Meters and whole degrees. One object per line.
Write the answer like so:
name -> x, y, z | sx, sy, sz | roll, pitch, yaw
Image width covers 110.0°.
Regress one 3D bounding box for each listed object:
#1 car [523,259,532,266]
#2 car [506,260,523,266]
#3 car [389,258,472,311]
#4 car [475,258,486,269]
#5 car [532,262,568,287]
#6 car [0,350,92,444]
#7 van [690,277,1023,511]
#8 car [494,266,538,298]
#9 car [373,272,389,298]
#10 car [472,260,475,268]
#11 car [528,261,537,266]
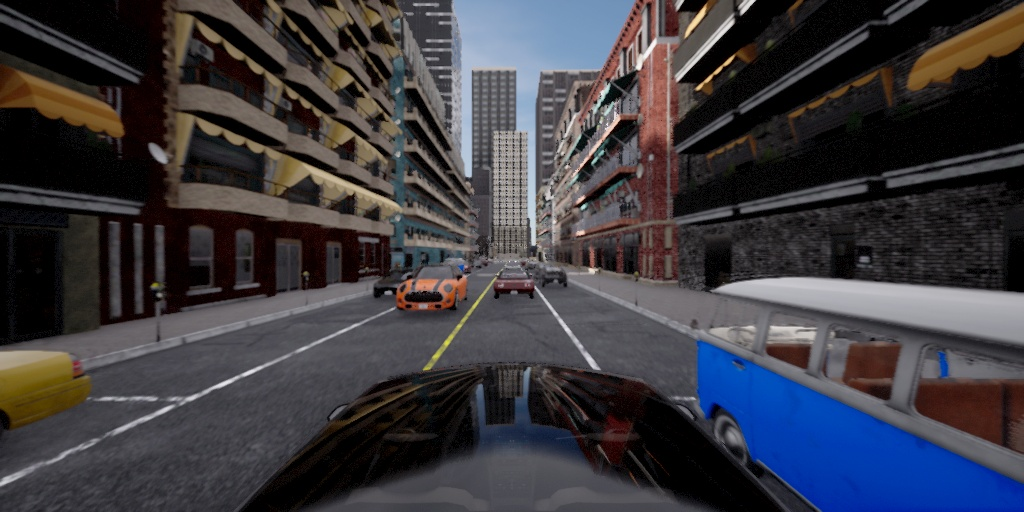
car -> 2.696, 1.323, 46.312 | 2.007, 1.370, 4.403 | 0, 0, 0
car -> 0.107, 1.373, 45.538 | 1.895, 1.301, 4.718 | 0, 0, 0
car -> -2.998, 1.114, 14.353 | 2.097, 1.767, 4.553 | 0, 0, 0
car -> -5.684, 1.348, 57.374 | 1.948, 1.339, 4.313 | 0, 0, 0
car -> 2.692, 1.310, 24.218 | 2.007, 1.370, 4.403 | 0, 0, 0
car -> -5.693, 1.276, 1.970 | 1.751, 1.417, 4.829 | 0, 0, 0
van -> 2.688, 1.091, 2.126 | 1.690, 1.789, 3.998 | 0, 0, 0
car -> 0.103, 1.358, 18.482 | 1.895, 1.301, 4.718 | 0, 0, 0
car -> -5.690, 1.323, 18.709 | 1.948, 1.339, 4.313 | 0, 0, 0
car -> -5.686, 1.209, 40.804 | 1.967, 1.591, 4.097 | 0, 0, 0
car -> 2.693, 1.313, 29.742 | 2.007, 1.370, 4.403 | 0, 0, 0
